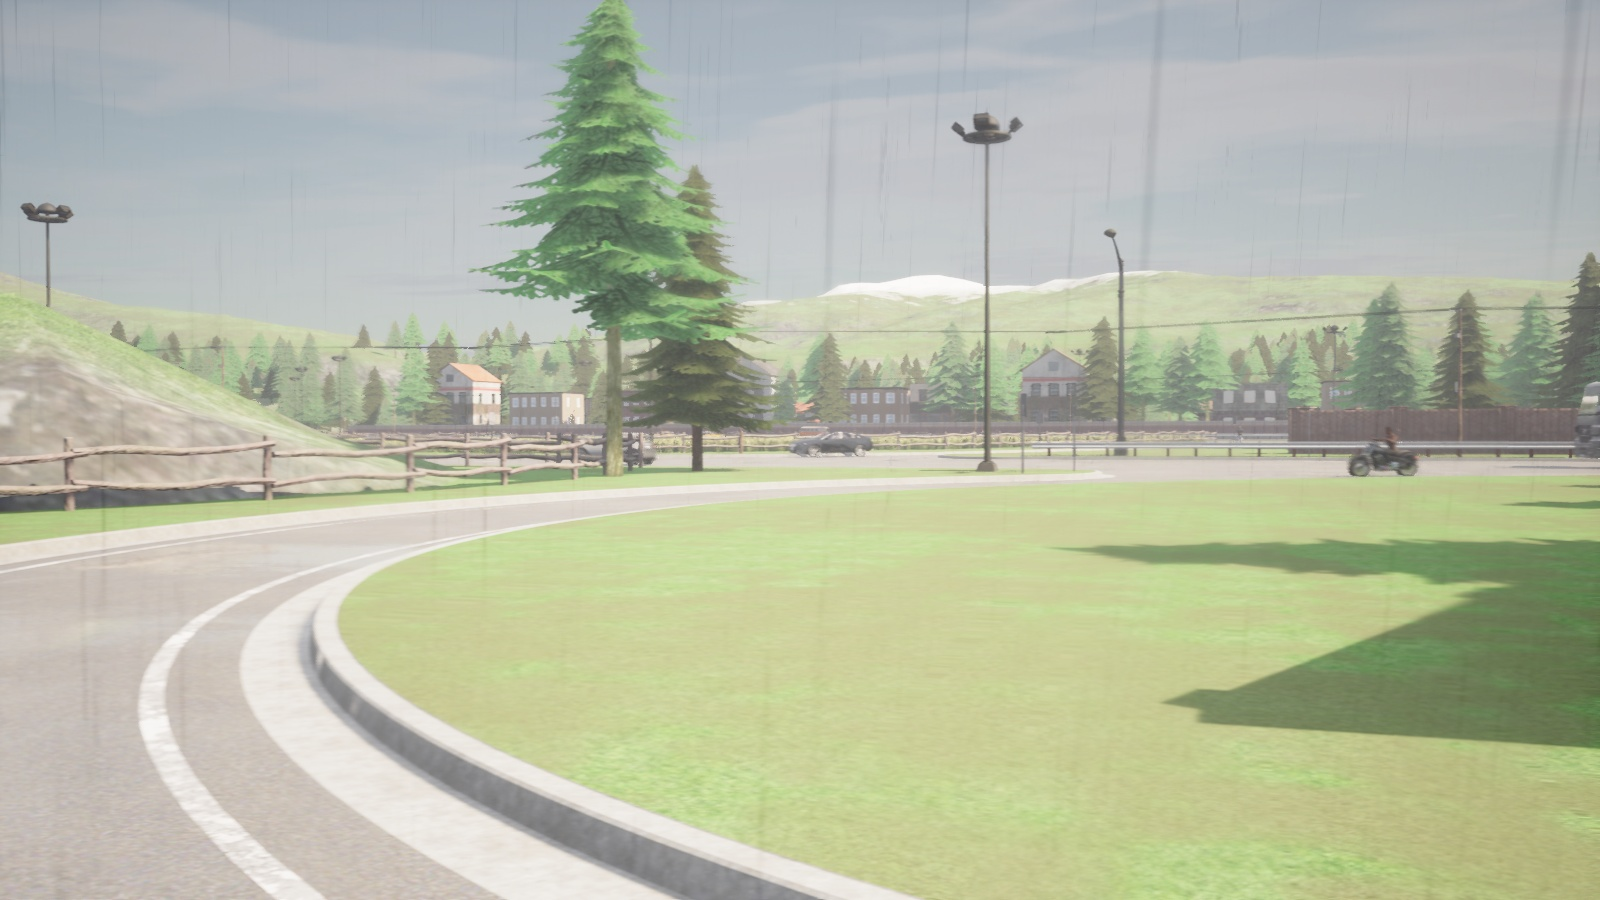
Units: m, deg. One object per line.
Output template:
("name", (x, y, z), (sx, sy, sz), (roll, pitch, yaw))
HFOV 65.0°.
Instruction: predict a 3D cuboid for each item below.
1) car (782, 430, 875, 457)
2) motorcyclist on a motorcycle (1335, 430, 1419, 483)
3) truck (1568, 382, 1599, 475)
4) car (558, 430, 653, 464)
("car", (1.654, -0.365, 72.081), (4.902, 1.511, 2.128), (0, 1, -23))
("motorcyclist on a motorcycle", (18.304, 0.208, 39.834), (2.350, 1.649, 0.766), (0, 2, -8))
("truck", (33.631, -0.781, 46.939), (7.936, 3.462, 2.891), (1, 1, 18))
("car", (-8.886, -0.162, 57.442), (3.806, 1.475, 1.970), (1, 1, 18))
